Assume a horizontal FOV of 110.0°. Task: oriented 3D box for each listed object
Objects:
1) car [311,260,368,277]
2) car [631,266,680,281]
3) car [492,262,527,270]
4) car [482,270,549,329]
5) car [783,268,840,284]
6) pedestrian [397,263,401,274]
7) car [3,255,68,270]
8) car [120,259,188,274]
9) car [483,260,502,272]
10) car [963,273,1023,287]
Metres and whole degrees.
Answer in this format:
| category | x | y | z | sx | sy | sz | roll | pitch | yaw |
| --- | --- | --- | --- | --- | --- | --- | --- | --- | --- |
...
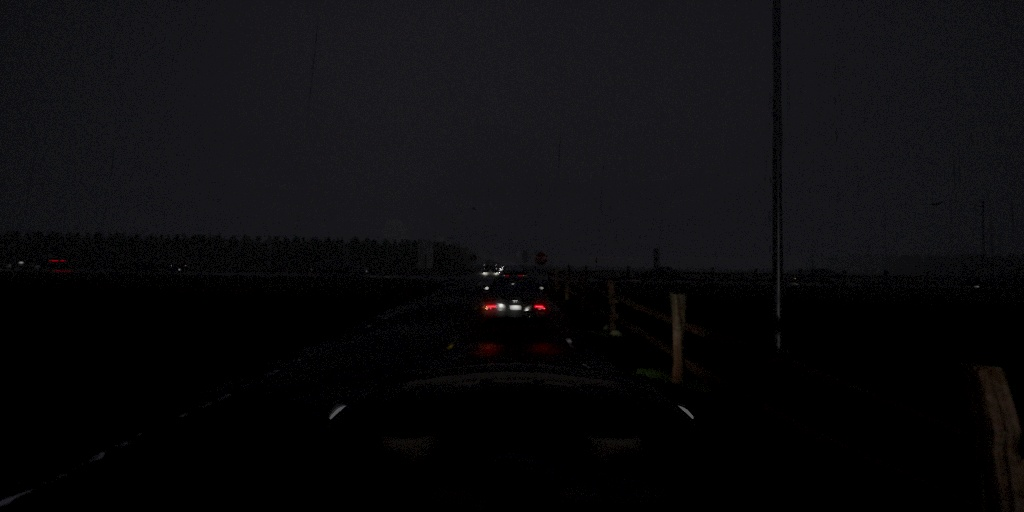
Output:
| category | x | y | z | sx | sy | sz | roll | pitch | yaw |
| --- | --- | --- | --- | --- | --- | --- | --- | --- | --- |
| car | -15.775 | 1.102 | 32.911 | 4.902 | 1.511 | 2.128 | 1 | -1 | 1 |
| car | 14.429 | 1.715 | 36.034 | 4.674 | 1.442 | 1.812 | 1 | -1 | 0 |
| car | 0.226 | 1.327 | 22.248 | 2.128 | 1.511 | 4.902 | 0 | 0 | 3 |
| car | 0.081 | 1.338 | 11.422 | 2.033 | 1.411 | 5.357 | 0 | 0 | 0 |
| car | 30.118 | 1.975 | 36.108 | 4.892 | 1.490 | 1.837 | 1 | -1 | 0 |
| pedestrian | -12.239 | 1.320 | 38.937 | 0.375 | 1.300 | 0.375 | 0 | -2 | 0 |
| car | -47.351 | 0.600 | 35.678 | 4.892 | 1.490 | 1.837 | 1 | -1 | 2 |
| car | -32.695 | 0.913 | 32.868 | 4.718 | 1.301 | 1.895 | 1 | -1 | 0 |
| car | -2.926 | 1.305 | 50.317 | 2.097 | 1.767 | 4.553 | 0 | 0 | 0 |
| car | 49.049 | 2.402 | 36.099 | 5.357 | 1.411 | 2.033 | 1 | -1 | 0 |
